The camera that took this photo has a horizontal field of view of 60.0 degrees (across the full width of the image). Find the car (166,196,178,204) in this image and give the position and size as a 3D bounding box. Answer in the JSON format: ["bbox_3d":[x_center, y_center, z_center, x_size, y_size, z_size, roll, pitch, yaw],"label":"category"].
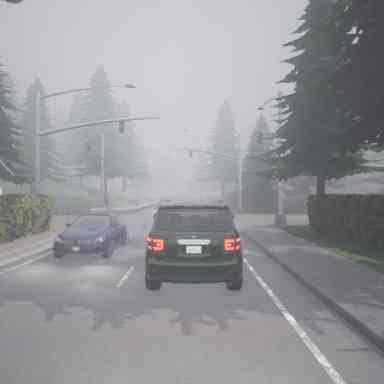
[{"bbox_3d":[-3.828,1.489,62.490,2.128,1.511,4.902,0,0,-4],"label":"car"}]

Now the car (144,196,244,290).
[{"bbox_3d":[0.052,1.221,9.197,2.150,2.045,5.566,0,0,0],"label":"car"}]

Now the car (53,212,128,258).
[{"bbox_3d":[-3.680,1.525,12.828,1.812,1.442,4.674,0,0,0],"label":"car"}]

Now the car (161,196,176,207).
[{"bbox_3d":[-3.657,1.489,52.407,2.128,1.511,4.902,0,0,0],"label":"car"}]

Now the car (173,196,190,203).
[{"bbox_3d":[-2.342,1.521,72.003,1.812,1.442,4.674,0,0,-28],"label":"car"}]

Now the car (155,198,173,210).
[{"bbox_3d":[-3.643,1.562,43.599,1.994,1.385,4.181,0,0,0],"label":"car"}]
